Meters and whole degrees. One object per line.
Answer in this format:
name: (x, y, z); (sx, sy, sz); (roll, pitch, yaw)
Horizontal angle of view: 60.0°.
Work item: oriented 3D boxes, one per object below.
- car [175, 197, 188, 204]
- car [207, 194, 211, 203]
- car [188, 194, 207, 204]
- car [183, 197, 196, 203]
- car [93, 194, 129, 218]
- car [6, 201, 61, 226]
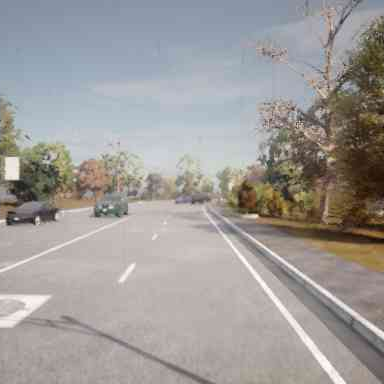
car: (-2.299, 1.743, 68.478); (2.033, 1.411, 5.357); (1, 0, 8)
car: (3.054, 1.521, 78.719); (2.150, 2.045, 5.566); (1, 0, 15)
car: (1.201, 1.460, 68.246); (2.150, 2.045, 5.566); (1, 0, 8)
car: (-0.489, 1.804, 78.957); (1.994, 1.385, 4.181); (1, 0, 15)
car: (-7.233, 1.191, 30.323); (2.150, 2.045, 5.566); (1, -1, 0)
car: (-10.723, 1.386, 22.809); (1.882, 1.535, 5.008); (0, 0, 0)
